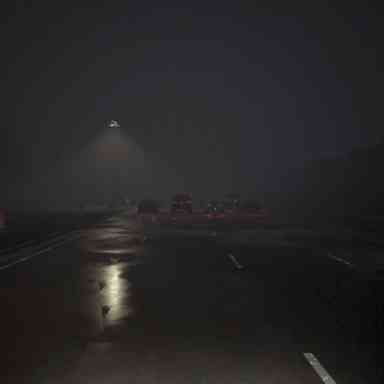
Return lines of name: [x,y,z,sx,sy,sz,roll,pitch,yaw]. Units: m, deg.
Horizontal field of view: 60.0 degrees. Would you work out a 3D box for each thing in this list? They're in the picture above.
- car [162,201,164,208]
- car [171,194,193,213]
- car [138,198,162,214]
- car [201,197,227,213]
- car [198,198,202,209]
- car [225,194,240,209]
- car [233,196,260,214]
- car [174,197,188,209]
car: [-4.992,1.547,45.691,2.033,1.411,5.357,0,0,-1]
car: [-1.128,1.221,36.668,2.150,2.045,5.566,0,0,-1]
car: [-4.622,1.477,35.777,1.882,1.535,5.008,0,0,-1]
car: [2.359,1.526,36.731,1.812,1.442,4.674,0,0,-2]
car: [1.991,1.491,46.530,2.128,1.511,4.902,0,0,-1]
car: [5.507,1.221,45.765,2.150,2.045,5.566,0,0,-1]
car: [5.897,1.477,35.294,1.882,1.535,5.008,0,0,-2]
car: [-1.522,1.477,46.990,1.882,1.535,5.008,0,0,-1]
